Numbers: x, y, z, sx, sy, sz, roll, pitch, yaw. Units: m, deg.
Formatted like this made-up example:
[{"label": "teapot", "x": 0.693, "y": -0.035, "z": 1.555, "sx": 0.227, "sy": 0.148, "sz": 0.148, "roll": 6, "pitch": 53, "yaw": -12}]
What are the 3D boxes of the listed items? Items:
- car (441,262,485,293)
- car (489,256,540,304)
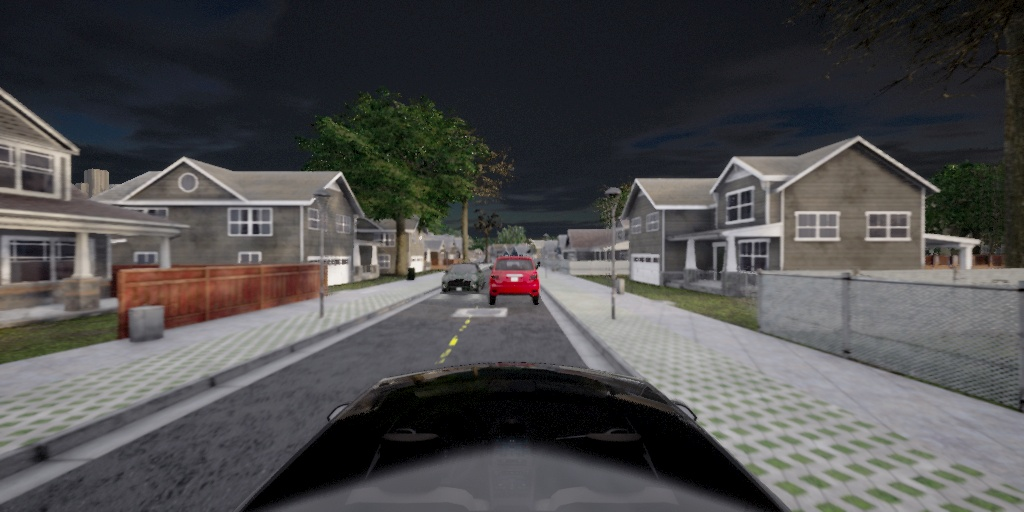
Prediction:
[{"label": "car", "x": -2.814, "y": 1.181, "z": 21.398, "sx": 2.097, "sy": 1.767, "sz": 4.553, "roll": 0, "pitch": 0, "yaw": 0}, {"label": "car", "x": 0.099, "y": 1.034, "z": 17.020, "sx": 2.150, "sy": 2.045, "sz": 5.566, "roll": 0, "pitch": 0, "yaw": 0}]
